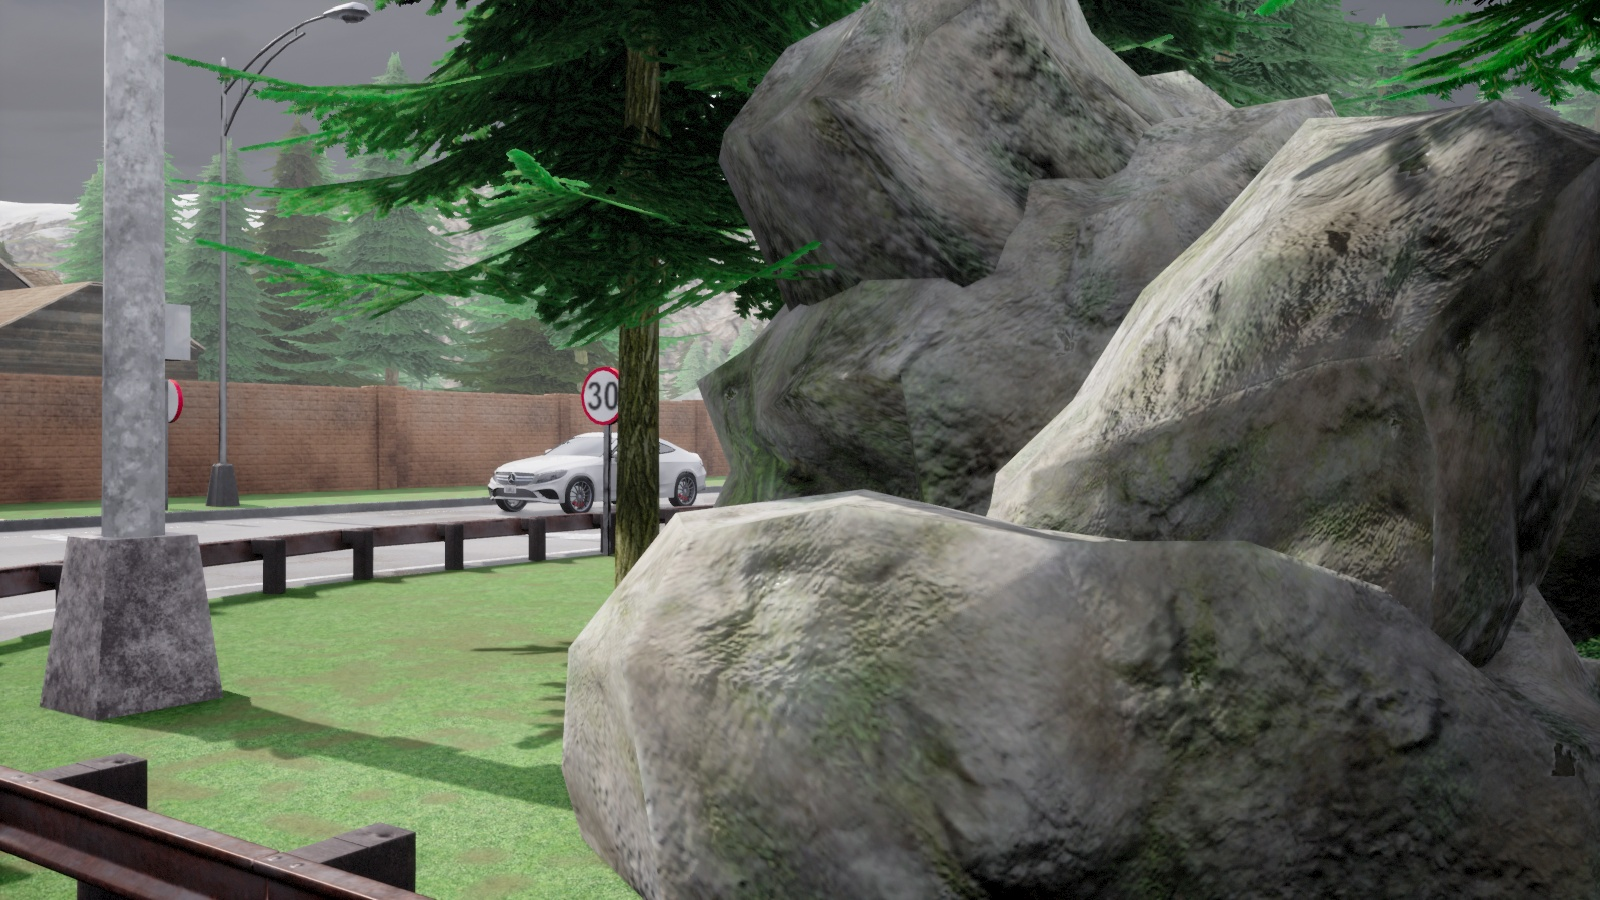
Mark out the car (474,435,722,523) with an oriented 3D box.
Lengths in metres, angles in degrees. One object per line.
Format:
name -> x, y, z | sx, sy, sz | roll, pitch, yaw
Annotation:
car -> -3.608, 0.457, 23.271 | 1.812, 1.442, 4.674 | 0, 1, 34
